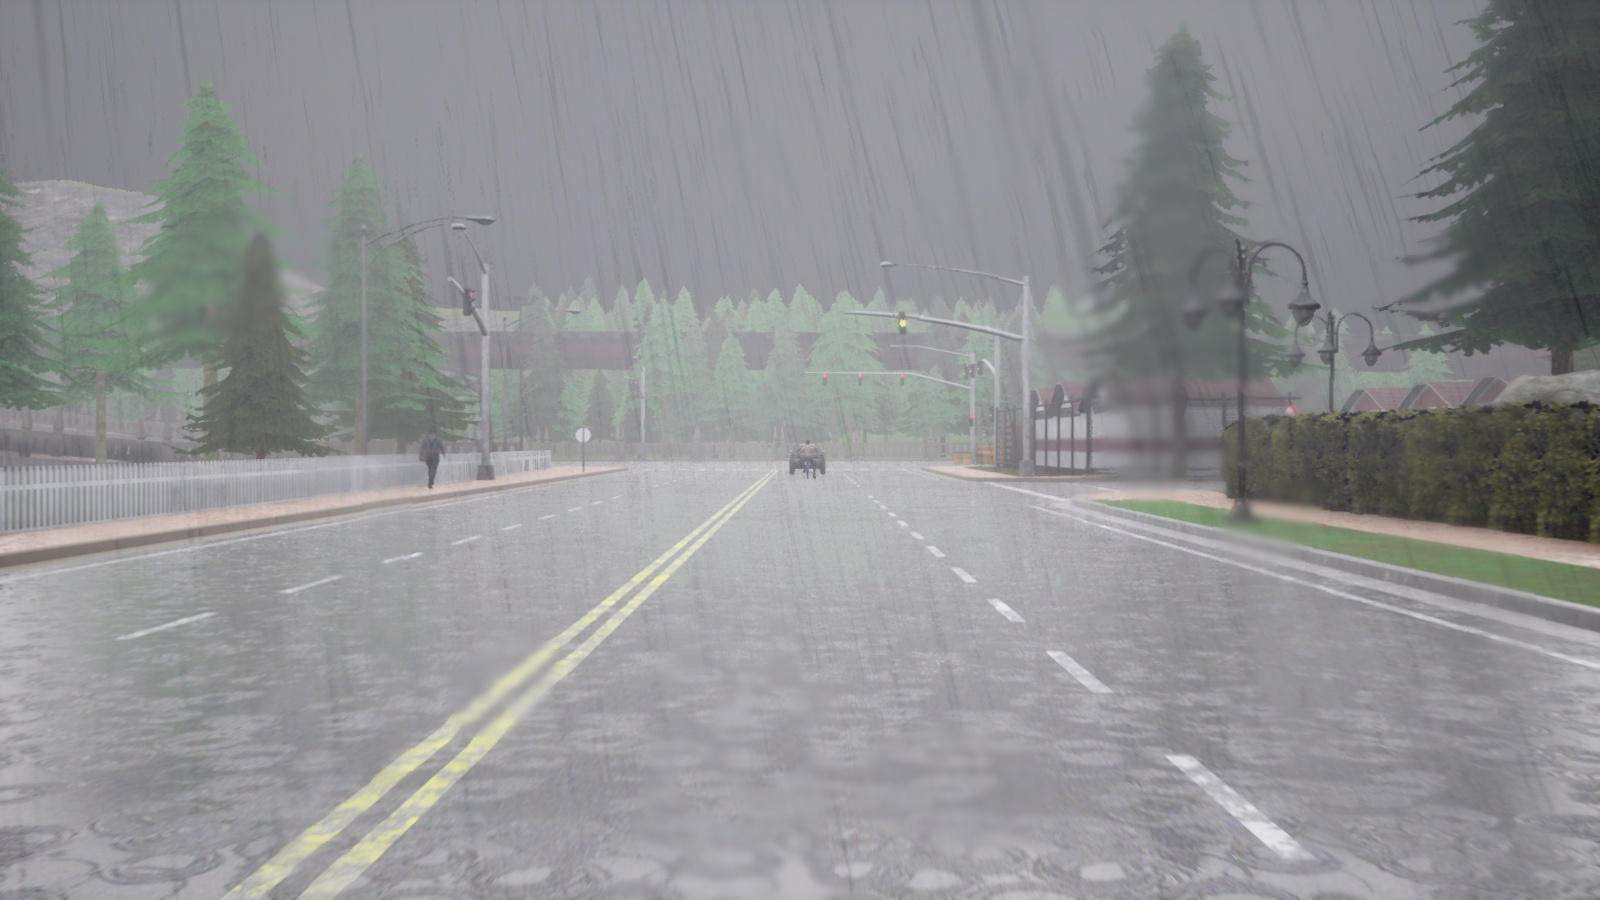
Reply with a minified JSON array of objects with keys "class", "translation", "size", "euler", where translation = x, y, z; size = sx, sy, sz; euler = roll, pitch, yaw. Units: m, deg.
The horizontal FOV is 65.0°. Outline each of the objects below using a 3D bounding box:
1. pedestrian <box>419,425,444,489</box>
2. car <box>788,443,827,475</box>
[{"class":"pedestrian","translation":[-10.734,0.190,36.604],"size":[0.540,1.848,0.694],"euler":[0,0,-1]},{"class":"car","translation":[0.361,0.417,60.900],"size":[1.816,1.474,4.193],"euler":[0,0,0]}]
